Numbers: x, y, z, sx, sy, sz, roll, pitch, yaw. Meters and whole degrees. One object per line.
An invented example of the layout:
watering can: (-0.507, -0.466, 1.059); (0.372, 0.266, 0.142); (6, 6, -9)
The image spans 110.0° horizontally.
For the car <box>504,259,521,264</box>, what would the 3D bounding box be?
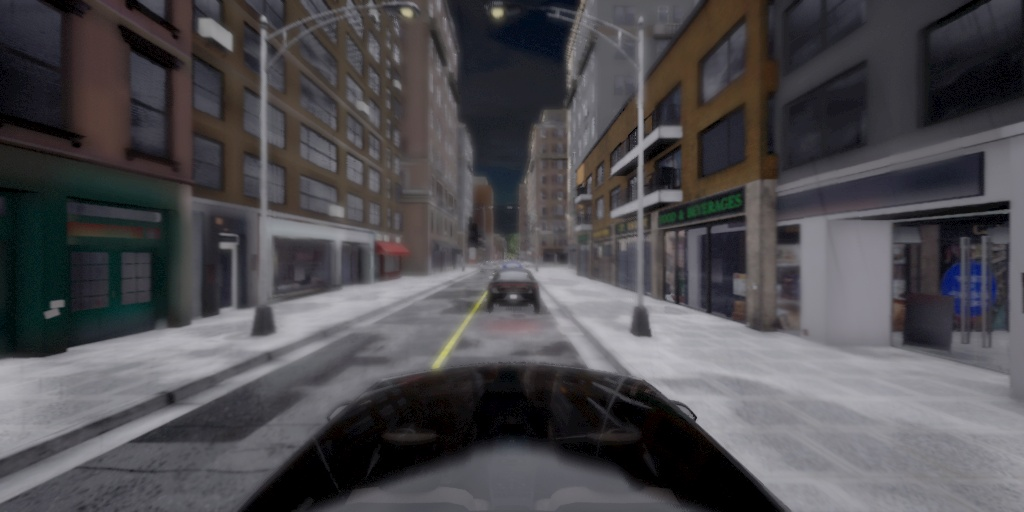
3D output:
car: (0.057, 1.216, 29.882); (1.882, 1.535, 5.008); (0, 0, 0)

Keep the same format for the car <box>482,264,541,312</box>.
car: (0.065, 1.219, 14.262); (1.882, 1.535, 5.008); (0, -1, 0)

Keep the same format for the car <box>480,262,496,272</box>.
car: (-2.846, 1.347, 44.489); (1.895, 1.301, 4.718); (0, 0, 0)
